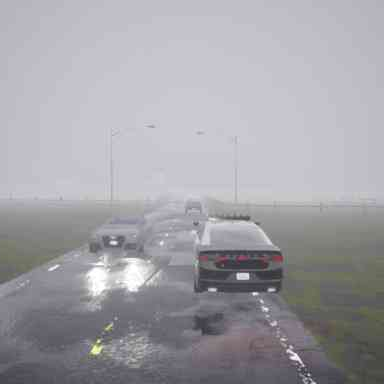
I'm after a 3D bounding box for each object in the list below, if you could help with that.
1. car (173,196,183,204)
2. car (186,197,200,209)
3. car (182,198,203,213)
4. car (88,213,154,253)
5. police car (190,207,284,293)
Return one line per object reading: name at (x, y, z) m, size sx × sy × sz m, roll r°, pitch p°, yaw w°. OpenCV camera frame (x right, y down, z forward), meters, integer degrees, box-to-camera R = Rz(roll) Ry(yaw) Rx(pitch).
car at (-2.539, 1.488, 62.947) m, size 1.837 × 1.490 × 4.892 m, roll 0°, pitch 0°, yaw 0°
car at (0.186, 1.516, 47.397) m, size 1.812 × 1.442 × 4.674 m, roll 0°, pitch 0°, yaw 1°
car at (0.197, 1.499, 37.228) m, size 1.837 × 1.490 × 4.892 m, roll 0°, pitch 0°, yaw 0°
car at (-2.706, 1.564, 13.474) m, size 1.994 × 1.385 × 4.181 m, roll 0°, pitch 0°, yaw 0°
police car at (0.992, 1.426, 9.009) m, size 1.930 × 1.638 × 5.238 m, roll 0°, pitch 0°, yaw 0°
